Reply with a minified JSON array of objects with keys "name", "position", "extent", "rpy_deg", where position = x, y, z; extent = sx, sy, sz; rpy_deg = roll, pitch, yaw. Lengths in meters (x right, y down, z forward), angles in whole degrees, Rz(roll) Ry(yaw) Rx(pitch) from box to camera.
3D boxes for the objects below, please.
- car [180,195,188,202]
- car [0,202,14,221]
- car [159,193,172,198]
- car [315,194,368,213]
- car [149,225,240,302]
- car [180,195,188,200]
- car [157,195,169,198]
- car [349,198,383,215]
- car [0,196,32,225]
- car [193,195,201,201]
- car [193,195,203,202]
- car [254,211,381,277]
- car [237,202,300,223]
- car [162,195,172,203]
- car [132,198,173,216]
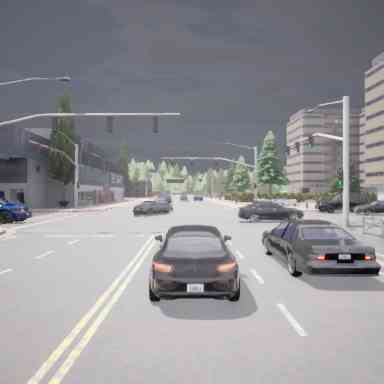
[{"name":"car","position":[-1.920,1.533,78.079],"extent":[2.033,1.411,5.357],"rpy_deg":[0,0,-1]},{"name":"car","position":[-17.716,1.547,27.105],"extent":[5.357,1.411,2.033],"rpy_deg":[0,0,-2]},{"name":"car","position":[-5.018,1.221,59.812],"extent":[2.150,2.045,5.566],"rpy_deg":[0,0,-1]},{"name":"car","position":[16.285,1.222,35.943],"extent":[5.566,2.045,2.150],"rpy_deg":[0,0,-2]},{"name":"car","position":[0.036,1.526,8.159],"extent":[1.812,1.442,4.674],"rpy_deg":[0,0,-1]},{"name":"car","position":[-2.194,1.467,88.714],"extent":[1.994,1.385,4.181],"rpy_deg":[0,0,-1]},{"name":"car","position":[-4.781,1.526,50.385],"extent":[1.812,1.442,4.674],"rpy_deg":[0,0,-2]},{"name":"car","position":[18.221,1.526,32.475],"extent":[4.674,1.442,1.812],"rpy_deg":[0,0,-2]},{"name":"car","position":[-14.467,1.221,23.663],"extent":[5.566,2.045,2.150],"rpy_deg":[0,0,-1]},{"name":"car","position":[1.305,1.500,88.787],"extent":[1.837,1.490,4.892],"rpy_deg":[0,0,-1]},{"name":"car","position":[1.567,1.478,78.649],"extent":[1.882,1.535,5.008],"rpy_deg":[0,0,-1]},{"name":"car","position":[3.533,1.547,10.216],"extent":[2.033,1.411,5.357],"rpy_deg":[0,0,0]},{"name":"car","position":[5.847,1.505,24.855],"extent":[4.892,1.490,1.837],"rpy_deg":[0,0,-3]},{"name":"car","position":[-5.217,1.500,70.172],"extent":[1.837,1.490,4.892],"rpy_deg":[0,0,-1]},{"name":"car","position":[-3.779,1.564,32.481],"extent":[1.994,1.385,4.181],"rpy_deg":[0,0,41]}]
